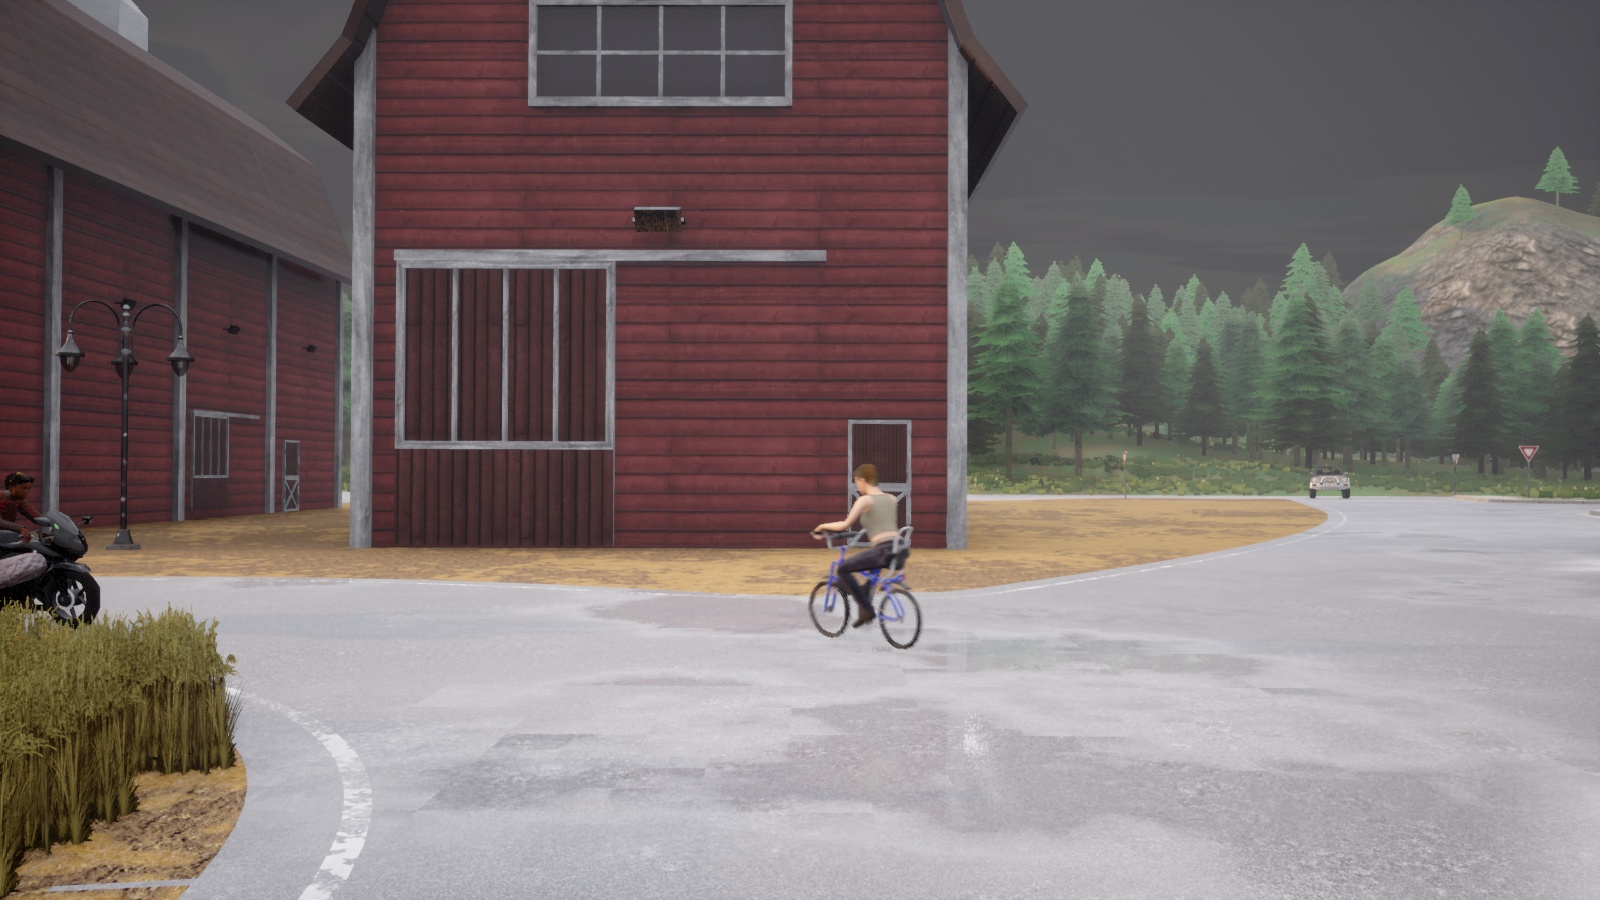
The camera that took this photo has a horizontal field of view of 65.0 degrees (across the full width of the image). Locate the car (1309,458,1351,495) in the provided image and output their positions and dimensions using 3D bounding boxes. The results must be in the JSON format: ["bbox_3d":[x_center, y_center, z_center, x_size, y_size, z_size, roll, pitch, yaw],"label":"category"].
[{"bbox_3d":[28.135,1.426,66.757,1.932,1.855,4.605,-1,-2,22],"label":"car"}]

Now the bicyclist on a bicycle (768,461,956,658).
[{"bbox_3d":[0.536,0.925,11.291,0.866,1.612,1.509,-2,0,-39],"label":"bicyclist on a bicycle"}]

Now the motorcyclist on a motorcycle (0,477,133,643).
[{"bbox_3d":[-7.631,1.030,12.093,2.044,1.523,0.797,0,-1,7],"label":"motorcyclist on a motorcycle"}]
